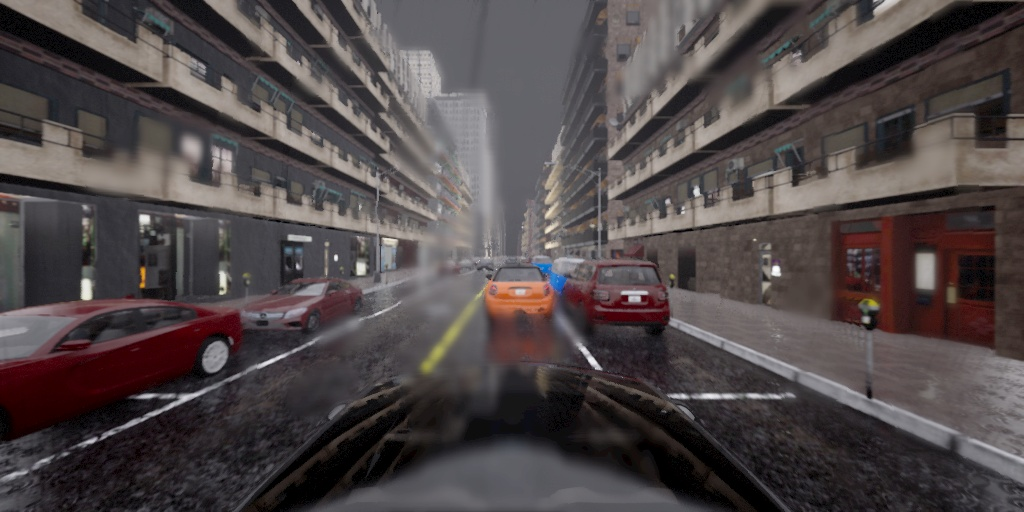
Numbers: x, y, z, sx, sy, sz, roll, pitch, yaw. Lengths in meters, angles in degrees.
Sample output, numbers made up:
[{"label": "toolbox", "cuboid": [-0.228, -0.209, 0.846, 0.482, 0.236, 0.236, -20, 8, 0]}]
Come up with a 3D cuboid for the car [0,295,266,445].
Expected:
[{"label": "car", "cuboid": [-5.690, 1.278, 4.589, 1.888, 1.381, 4.507, 0, 0, 0]}]

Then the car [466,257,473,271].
[{"label": "car", "cuboid": [-5.688, 1.061, 44.366, 2.007, 1.370, 4.403, 0, 0, 0]}]

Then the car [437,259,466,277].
[{"label": "car", "cuboid": [-5.688, 1.118, 33.001, 1.888, 1.381, 4.507, 0, 0, 0]}]

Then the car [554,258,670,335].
[{"label": "car", "cuboid": [2.690, 1.015, 10.274, 2.192, 1.841, 5.009, 0, 0, 0]}]

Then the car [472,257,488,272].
[{"label": "car", "cuboid": [-3.028, 1.071, 41.945, 2.033, 1.411, 5.357, 0, 0, 1]}]

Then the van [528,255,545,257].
[{"label": "van", "cuboid": [2.692, 0.914, 33.003, 1.690, 1.789, 3.998, 0, 0, 0]}]

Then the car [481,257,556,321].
[{"label": "car", "cuboid": [0.178, 1.040, 12.376, 2.097, 1.767, 4.553, 0, 0, -2]}]

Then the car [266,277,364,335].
[{"label": "car", "cuboid": [-5.690, 1.282, 10.272, 1.802, 1.307, 4.207, 0, 0, 0]}]
